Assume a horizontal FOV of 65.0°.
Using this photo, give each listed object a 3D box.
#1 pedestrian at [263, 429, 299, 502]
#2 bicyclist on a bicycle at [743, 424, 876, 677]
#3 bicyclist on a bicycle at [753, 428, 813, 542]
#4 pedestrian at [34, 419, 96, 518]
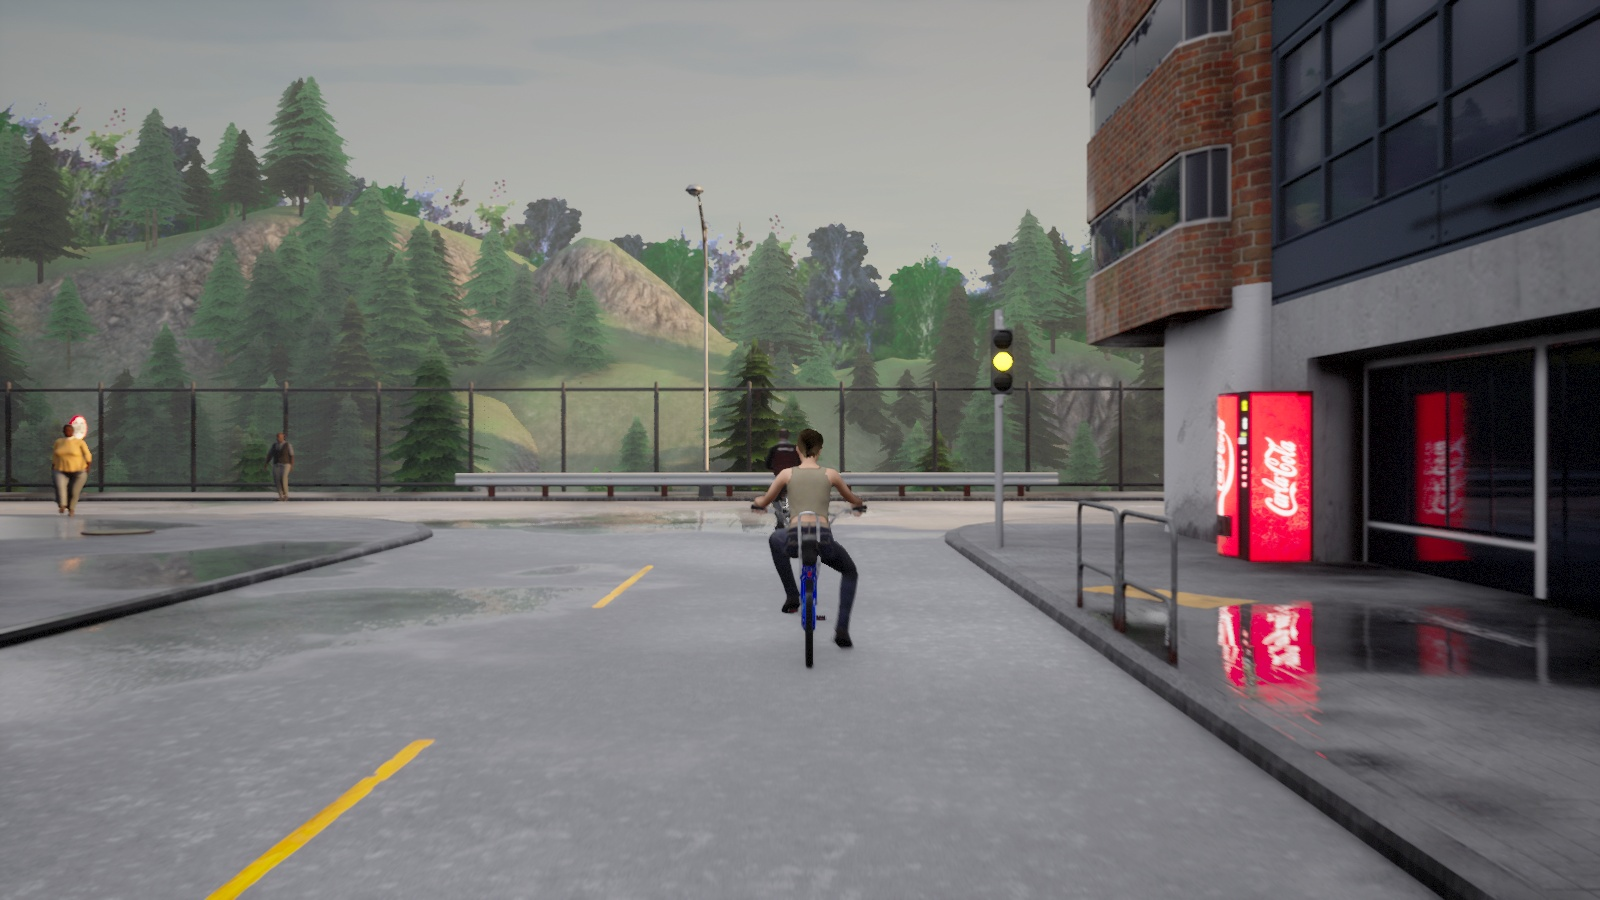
[{"bbox_3d":[-13.420,0.395,32.463,0.563,1.883,0.849,0,0,1],"label":"pedestrian"},{"bbox_3d":[0.063,0.646,8.949,0.866,1.612,1.509,0,3,0],"label":"bicyclist on a bicycle"},{"bbox_3d":[-0.293,0.537,20.478,0.659,1.776,1.843,-1,1,-10],"label":"bicyclist on a bicycle"},{"bbox_3d":[-14.173,0.351,24.234,0.874,1.855,0.900,0,0,-20],"label":"pedestrian"}]
